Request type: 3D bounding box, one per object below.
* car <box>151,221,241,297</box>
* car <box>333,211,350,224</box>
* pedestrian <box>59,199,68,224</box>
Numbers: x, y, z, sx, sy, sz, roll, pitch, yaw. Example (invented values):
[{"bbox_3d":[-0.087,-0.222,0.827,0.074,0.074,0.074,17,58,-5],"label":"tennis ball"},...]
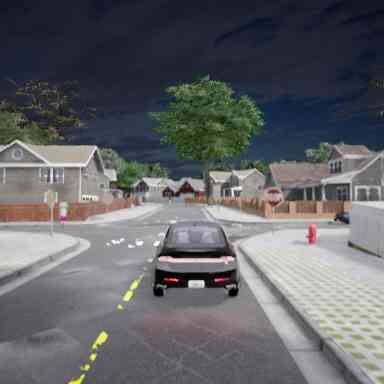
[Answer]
[{"bbox_3d":[0.080,1.500,8.598,2.128,1.511,4.902,0,0,0],"label":"car"},{"bbox_3d":[12.286,1.455,21.896,5.357,1.411,2.033,-1,-2,1],"label":"car"},{"bbox_3d":[-9.705,1.437,25.073,0.375,1.860,0.375,0,-1,1],"label":"pedestrian"}]
